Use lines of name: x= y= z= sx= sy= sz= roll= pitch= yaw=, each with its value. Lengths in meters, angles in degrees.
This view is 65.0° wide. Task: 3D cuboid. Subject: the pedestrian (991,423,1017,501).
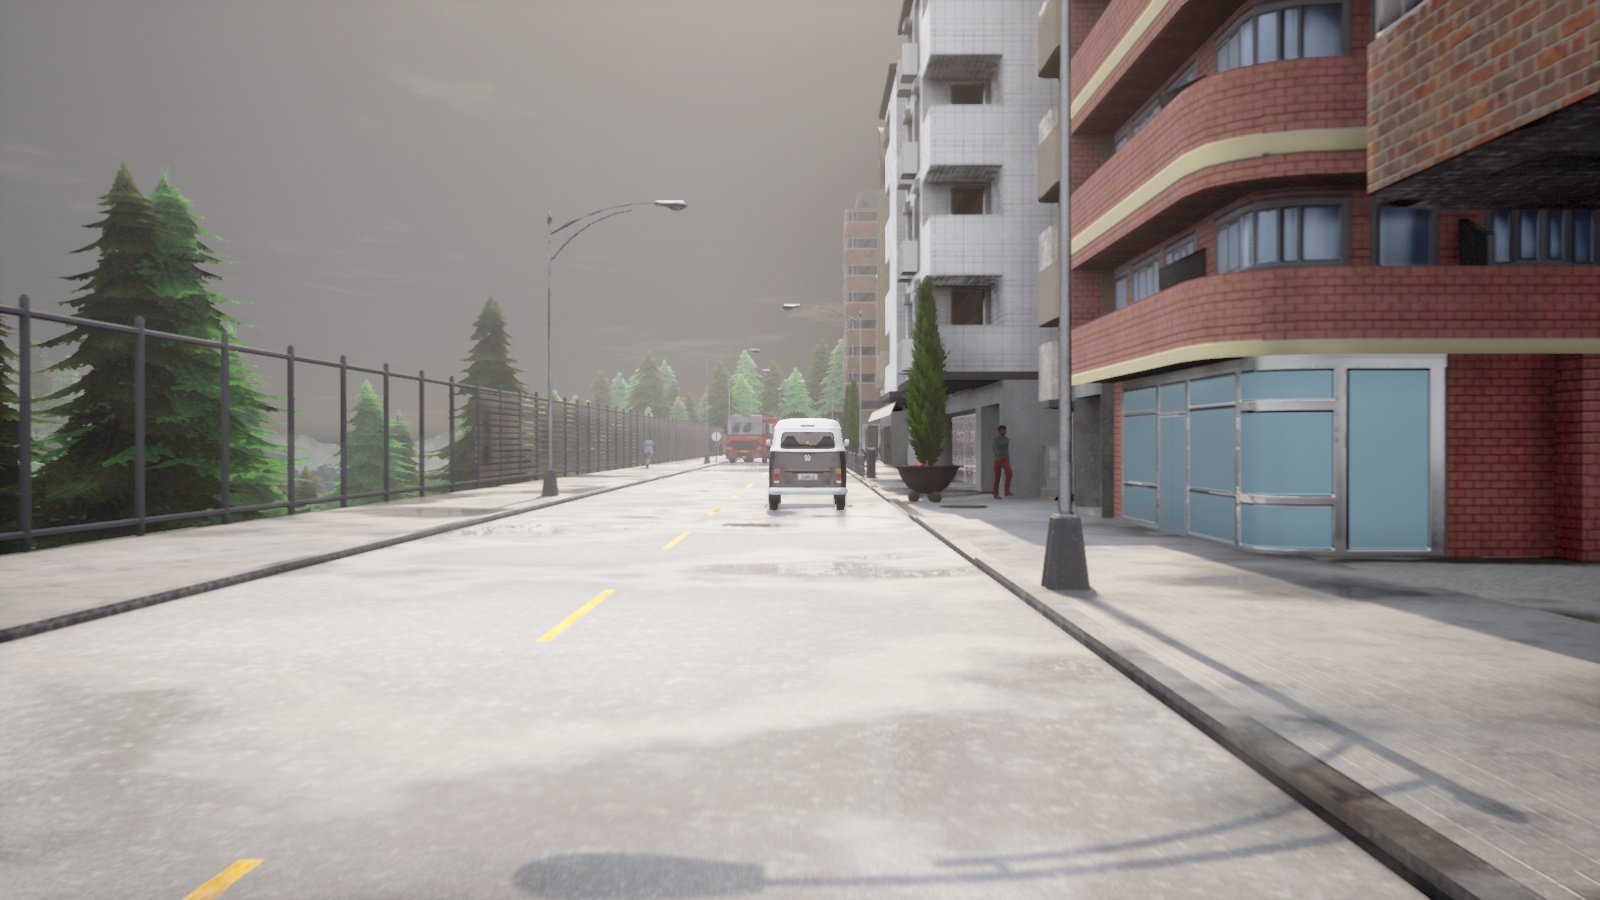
pedestrian: x=4.917 y=0.290 z=30.293 sx=0.353 sy=1.847 sz=0.614 roll=0 pitch=0 yaw=-23

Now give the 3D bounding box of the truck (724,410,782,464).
truck: x=-3.441 y=-0.953 z=94.451 sx=2.891 sy=3.827 sz=8.468 roll=0 pitch=0 yaw=8

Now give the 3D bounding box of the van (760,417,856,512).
van: x=0.178 y=0.305 z=29.271 sx=2.069 sy=2.038 sz=4.480 roll=0 pitch=0 yaw=0

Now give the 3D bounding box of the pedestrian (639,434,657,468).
pedestrian: x=-8.370 y=0.060 z=69.114 sx=0.874 sy=1.855 sz=0.900 roll=0 pitch=0 yaw=3
